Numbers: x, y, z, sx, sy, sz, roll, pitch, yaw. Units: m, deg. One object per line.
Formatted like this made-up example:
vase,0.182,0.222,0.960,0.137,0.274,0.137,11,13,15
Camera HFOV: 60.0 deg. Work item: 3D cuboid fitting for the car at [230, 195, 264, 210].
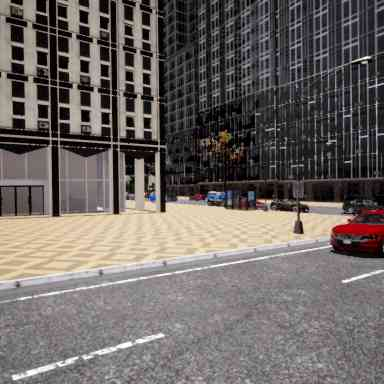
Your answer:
car,6.944,1.388,39.581,1.802,1.307,4.206,0,1,-35

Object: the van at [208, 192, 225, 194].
van,4.250,0.855,58.431,1.690,1.788,3.998,0,1,-35

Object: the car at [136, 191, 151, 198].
car,-11.890,0.686,81.822,1.967,1.590,4.097,0,1,-35

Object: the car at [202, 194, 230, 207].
car,3.764,1.319,44.291,1.947,1.339,4.313,0,1,-35

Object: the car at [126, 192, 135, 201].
car,-12.331,1.039,67.710,2.008,1.369,4.403,0,1,-35

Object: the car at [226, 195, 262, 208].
car,6.907,1.232,44.385,1.837,1.490,4.892,-1,1,-34

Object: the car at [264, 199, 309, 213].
car,10.158,1.424,34.891,1.947,1.339,4.313,-1,1,-35

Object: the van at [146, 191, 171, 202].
van,-5.875,0.937,58.351,1.690,1.788,3.998,0,1,-35

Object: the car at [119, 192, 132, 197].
car,-18.345,0.688,91.179,2.008,1.369,4.403,0,1,-35

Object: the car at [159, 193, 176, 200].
car,-5.433,0.936,72.468,1.802,1.307,4.206,0,1,-35

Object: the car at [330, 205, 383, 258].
car,7.415,1.470,12.988,5.008,1.535,1.882,0,0,-35

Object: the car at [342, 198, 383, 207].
car,16.462,1.381,30.719,1.837,1.490,4.892,-1,1,-37

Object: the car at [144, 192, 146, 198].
car,-8.662,0.615,77.143,2.192,1.841,5.009,0,1,-35

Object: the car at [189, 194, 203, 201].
car,1.023,1.043,63.112,1.802,1.307,4.206,0,1,-35

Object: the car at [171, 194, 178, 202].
car,-4.363,1.049,60.856,1.837,1.490,4.892,-1,1,-34
